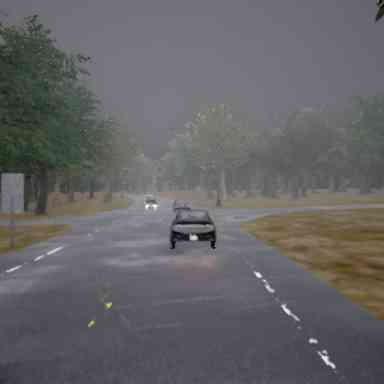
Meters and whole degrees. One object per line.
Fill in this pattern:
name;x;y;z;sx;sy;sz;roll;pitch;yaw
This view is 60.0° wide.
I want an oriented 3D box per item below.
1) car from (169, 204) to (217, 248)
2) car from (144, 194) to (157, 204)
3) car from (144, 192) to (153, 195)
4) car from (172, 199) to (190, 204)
car;0.000;1.490;14.794;2.128;1.511;4.902;0;0;-1
car;-7.093;1.478;57.922;1.895;1.301;4.718;0;0;-7
car;-9.461;1.004;73.474;2.150;2.045;5.566;0;0;-10
car;-1.192;1.494;36.912;2.033;1.411;5.357;0;0;-5
